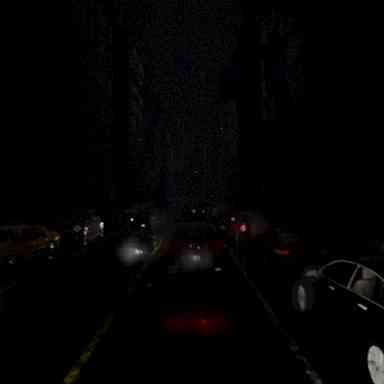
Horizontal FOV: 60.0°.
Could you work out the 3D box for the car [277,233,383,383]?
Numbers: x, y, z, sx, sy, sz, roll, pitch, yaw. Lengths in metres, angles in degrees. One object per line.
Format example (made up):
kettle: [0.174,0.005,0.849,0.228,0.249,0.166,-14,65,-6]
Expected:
car: [2.865,1.600,4.915,2.008,1.369,4.403,0,-1,0]

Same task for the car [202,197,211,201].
car: [2.986,2.199,64.840,1.887,1.381,4.507,0,-1,0]

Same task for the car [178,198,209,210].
car: [0.152,1.642,29.366,2.097,1.767,4.553,0,-1,0]

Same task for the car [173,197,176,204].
car: [-5.506,2.266,81.362,1.967,1.590,4.097,0,-1,0]

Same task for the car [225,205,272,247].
car: [2.887,1.597,15.967,1.967,1.590,4.097,0,-1,0]

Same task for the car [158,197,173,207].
car: [-5.540,1.968,64.860,2.192,1.841,5.009,0,-1,0]

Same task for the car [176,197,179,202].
car: [-5.483,2.381,92.364,1.967,1.590,4.097,0,-1,0]

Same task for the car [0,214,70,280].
car: [-5.650,1.626,10.289,1.752,1.417,4.829,0,-1,0]

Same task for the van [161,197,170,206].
van: [-5.528,2.052,70.361,1.690,1.788,3.998,0,-1,0]

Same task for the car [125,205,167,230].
car: [-3.054,1.827,23.048,1.895,1.301,4.718,0,-1,0]

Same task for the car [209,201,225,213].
car: [2.921,1.849,32.713,1.752,1.417,4.829,0,-1,0]

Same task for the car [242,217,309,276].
car: [2.876,1.685,10.440,1.802,1.307,4.206,0,-1,0]

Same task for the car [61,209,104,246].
car: [-5.639,1.596,15.985,1.967,1.590,4.097,0,-1,0]

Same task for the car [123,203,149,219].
car: [-5.605,1.844,32.391,1.752,1.417,4.829,0,-1,0]

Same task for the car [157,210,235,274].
car: [0.108,1.586,11.042,1.882,1.535,5.008,0,0,0]
